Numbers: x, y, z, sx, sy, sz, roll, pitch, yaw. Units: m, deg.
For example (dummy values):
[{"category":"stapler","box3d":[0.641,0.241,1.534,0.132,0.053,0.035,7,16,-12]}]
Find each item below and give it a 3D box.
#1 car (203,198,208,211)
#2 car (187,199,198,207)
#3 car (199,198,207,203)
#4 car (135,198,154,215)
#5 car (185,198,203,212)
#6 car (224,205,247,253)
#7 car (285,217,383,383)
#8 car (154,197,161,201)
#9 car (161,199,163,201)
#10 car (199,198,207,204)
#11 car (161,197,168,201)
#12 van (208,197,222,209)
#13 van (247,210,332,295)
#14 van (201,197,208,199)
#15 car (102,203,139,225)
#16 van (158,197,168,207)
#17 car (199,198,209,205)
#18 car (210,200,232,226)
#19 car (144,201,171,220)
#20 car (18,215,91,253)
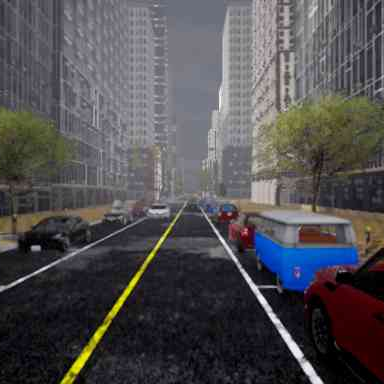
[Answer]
[{"category":"car","box3d":[2.676,1.957,48.420,2.008,1.369,4.403,-1,0,0]},{"category":"car","box3d":[0.090,2.016,61.694,1.837,1.490,4.892,0,-2,0]},{"category":"car","box3d":[2.801,2.291,88.206,1.947,1.339,4.313,-1,0,0]},{"category":"car","box3d":[-5.704,1.752,37.053,1.967,1.590,4.097,-1,0,0]},{"category":"car","box3d":[0.093,1.943,45.335,1.994,1.385,4.181,0,-1,0]},{"category":"car","box3d":[2.680,1.562,14.321,1.967,1.590,4.097,-1,0,0]},{"category":"car","box3d":[2.680,1.341,2.955,2.192,1.841,5.009,-1,0,0]},{"category":"car","box3d":[-5.706,1.674,42.738,2.192,1.841,5.009,-1,0,0]},{"category":"car","box3d":[-5.705,1.988,48.419,1.802,1.307,4.206,-1,0,0]},{"category":"car","box3d":[2.783,2.263,82.520,1.802,1.307,4.206,-1,0,0]},{"category":"car","box3d":[-5.706,2.081,59.787,1.802,1.307,4.206,-1,0,0]},{"category":"van","box3d":[2.676,1.606,31.371,1.690,1.788,3.998,-1,0,0]},{"category":"van","box3d":[2.680,1.416,8.638,1.690,1.788,3.998,-1,0,0]},{"category":"van","box3d":[2.672,1.841,59.790,1.690,1.788,3.998,-1,0,0]},{"category":"car","box3d":[-5.701,1.768,25.685,2.008,1.369,4.403,-1,0,0]},{"category":"van","box3d":[-5.708,1.886,65.472,1.690,1.788,3.998,-1,0,0]},{"category":"car","box3d":[2.726,2.202,76.837,1.947,1.339,4.313,-1,0,0]},{"category":"car","box3d":[2.678,1.658,25.687,1.967,1.590,4.097,-1,0,0]},{"category":"car","box3d":[-3.005,1.820,30.693,1.812,1.442,4.674,0,0,0]},{"category":"car","box3d":[-5.700,1.688,14.318,1.947,1.339,4.313,-1,0,0]}]
